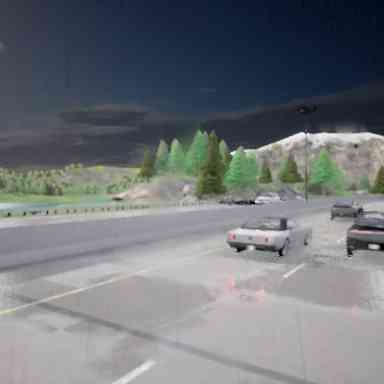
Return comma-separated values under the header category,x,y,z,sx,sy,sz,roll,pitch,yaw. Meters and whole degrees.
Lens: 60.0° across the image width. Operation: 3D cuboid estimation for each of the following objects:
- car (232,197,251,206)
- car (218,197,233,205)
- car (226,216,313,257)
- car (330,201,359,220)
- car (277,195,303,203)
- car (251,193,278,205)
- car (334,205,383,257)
category,x,y,z,sx,sy,sz,roll,pitch,yaw
car,8.705,1.505,52.600,1.895,1.301,4.718,0,0,34
car,5.971,1.469,54.794,1.994,1.385,4.181,0,0,34
car,3.222,1.575,12.959,1.895,1.301,4.718,0,0,34
car,12.430,1.430,26.589,2.128,1.511,4.902,0,0,34
car,14.780,1.252,49.098,2.097,1.767,4.553,0,0,34
car,11.500,1.124,50.496,2.150,2.045,5.566,0,0,34
car,6.937,1.461,12.193,2.128,1.511,4.902,0,0,34
